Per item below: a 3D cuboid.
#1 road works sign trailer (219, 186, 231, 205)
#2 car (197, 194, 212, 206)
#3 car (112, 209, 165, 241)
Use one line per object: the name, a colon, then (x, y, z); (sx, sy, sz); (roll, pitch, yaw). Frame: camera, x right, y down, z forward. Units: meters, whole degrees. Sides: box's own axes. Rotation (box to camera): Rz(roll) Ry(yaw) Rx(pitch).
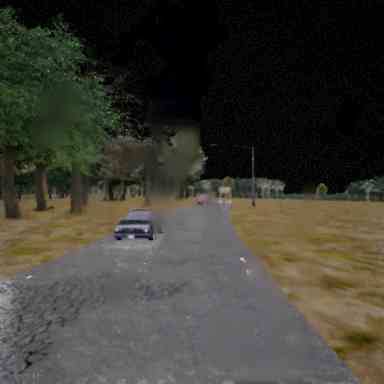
road works sign trailer: (6.420, 0.646, 64.923); (2.380, 3.560, 2.880); (0, 0, 8)
car: (2.275, 1.385, 58.930); (2.150, 2.045, 5.566); (0, 0, 10)
car: (-2.582, 1.633, 17.477); (2.033, 1.411, 5.357); (0, 0, 3)
